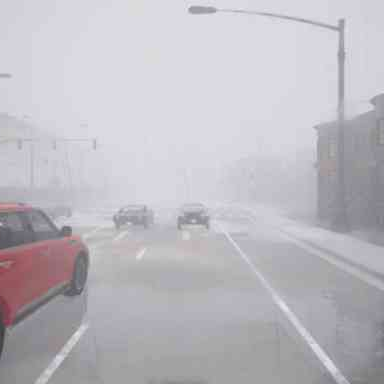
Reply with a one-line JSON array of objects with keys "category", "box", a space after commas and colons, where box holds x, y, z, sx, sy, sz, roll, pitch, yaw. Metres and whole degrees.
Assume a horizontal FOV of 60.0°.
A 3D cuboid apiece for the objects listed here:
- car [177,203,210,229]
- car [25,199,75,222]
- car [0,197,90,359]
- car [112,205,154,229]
[{"category": "car", "box": [0.079, 1.360, 19.939, 1.812, 1.442, 4.674, 0, 0, 0]}, {"category": "car", "box": [-10.527, 1.322, 25.113, 1.812, 1.442, 4.674, 0, 0, 0]}, {"category": "car", "box": [-3.405, 1.168, 5.303, 2.150, 2.045, 5.566, 0, -1, 0]}, {"category": "car", "box": [-3.421, 1.432, 20.368, 1.895, 1.301, 4.718, 0, 0, 0]}]
